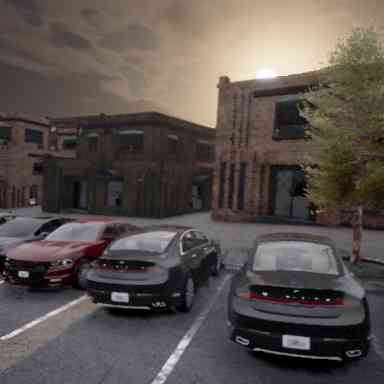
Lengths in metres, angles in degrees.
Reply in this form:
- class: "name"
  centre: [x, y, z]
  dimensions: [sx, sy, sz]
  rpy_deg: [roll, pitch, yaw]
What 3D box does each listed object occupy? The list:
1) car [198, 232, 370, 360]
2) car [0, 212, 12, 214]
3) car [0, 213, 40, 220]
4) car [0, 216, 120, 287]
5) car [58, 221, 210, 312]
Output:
- class: "car"
  centre: [1.836, 1.488, 6.132]
  dimensions: [2.231, 1.521, 4.892]
  rpy_deg: [0, -1, 16]
- class: "car"
  centre: [-7.724, 1.579, 12.945]
  dimensions: [2.097, 1.535, 5.008]
  rpy_deg: [0, -1, 15]
- class: "car"
  centre: [-5.342, 1.585, 11.212]
  dimensions: [2.163, 1.488, 4.792]
  rpy_deg: [0, -1, 15]
- class: "car"
  centre: [-2.934, 1.533, 9.547]
  dimensions: [2.097, 1.535, 5.008]
  rpy_deg: [0, -1, 15]
- class: "car"
  centre: [-0.550, 1.511, 7.836]
  dimensions: [2.231, 1.521, 4.892]
  rpy_deg: [0, -1, 15]
